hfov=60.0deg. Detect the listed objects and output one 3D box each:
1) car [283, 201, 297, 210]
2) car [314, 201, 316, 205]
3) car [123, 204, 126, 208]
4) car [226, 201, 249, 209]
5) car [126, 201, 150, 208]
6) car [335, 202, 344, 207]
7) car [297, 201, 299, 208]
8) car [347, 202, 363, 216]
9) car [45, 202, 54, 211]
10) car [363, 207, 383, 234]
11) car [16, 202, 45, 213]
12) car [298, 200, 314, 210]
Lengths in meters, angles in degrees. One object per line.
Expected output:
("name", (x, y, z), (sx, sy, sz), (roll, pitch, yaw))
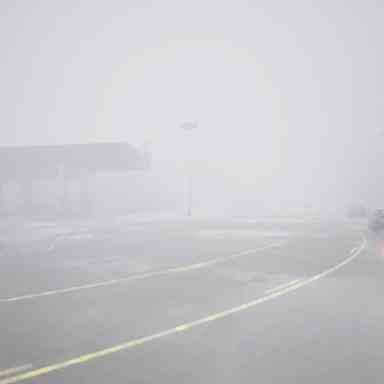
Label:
("car", (20.047, 2.841, 69.134), (1.882, 1.535, 5.008), (-1, -1, 21))
("car", (29.314, 3.217, 83.211), (1.895, 1.301, 4.718), (-1, -1, 21))
("car", (-14.870, 3.255, 82.433), (4.892, 1.490, 1.837), (-1, -1, 21))
("car", (9.390, 2.758, 69.305), (4.553, 1.767, 2.097), (-1, -1, 21))
("car", (-12.221, 3.003, 77.659), (4.553, 1.767, 2.097), (-1, -1, 21))
("car", (37.016, 3.158, 83.689), (1.994, 1.385, 4.181), (-1, -1, 21))
("car", (24.614, 3.141, 80.805), (1.994, 1.385, 4.181), (-1, -1, 21))
("car", (20.998, 2.374, 42.472), (1.994, 1.385, 4.181), (-1, -1, 21))
("car", (-25.304, 2.622, 59.982), (4.611, 1.667, 2.242), (-1, -1, 21))
("car", (12.857, 1.906, 21.933), (2.128, 1.511, 4.902), (0, -1, 23))
("car", (-26.664, 2.671, 54.347), (3.806, 1.475, 1.970), (-1, -1, 21))
("car", (23.713, 2.824, 68.899), (1.882, 1.535, 5.008), (-1, -1, 21))
